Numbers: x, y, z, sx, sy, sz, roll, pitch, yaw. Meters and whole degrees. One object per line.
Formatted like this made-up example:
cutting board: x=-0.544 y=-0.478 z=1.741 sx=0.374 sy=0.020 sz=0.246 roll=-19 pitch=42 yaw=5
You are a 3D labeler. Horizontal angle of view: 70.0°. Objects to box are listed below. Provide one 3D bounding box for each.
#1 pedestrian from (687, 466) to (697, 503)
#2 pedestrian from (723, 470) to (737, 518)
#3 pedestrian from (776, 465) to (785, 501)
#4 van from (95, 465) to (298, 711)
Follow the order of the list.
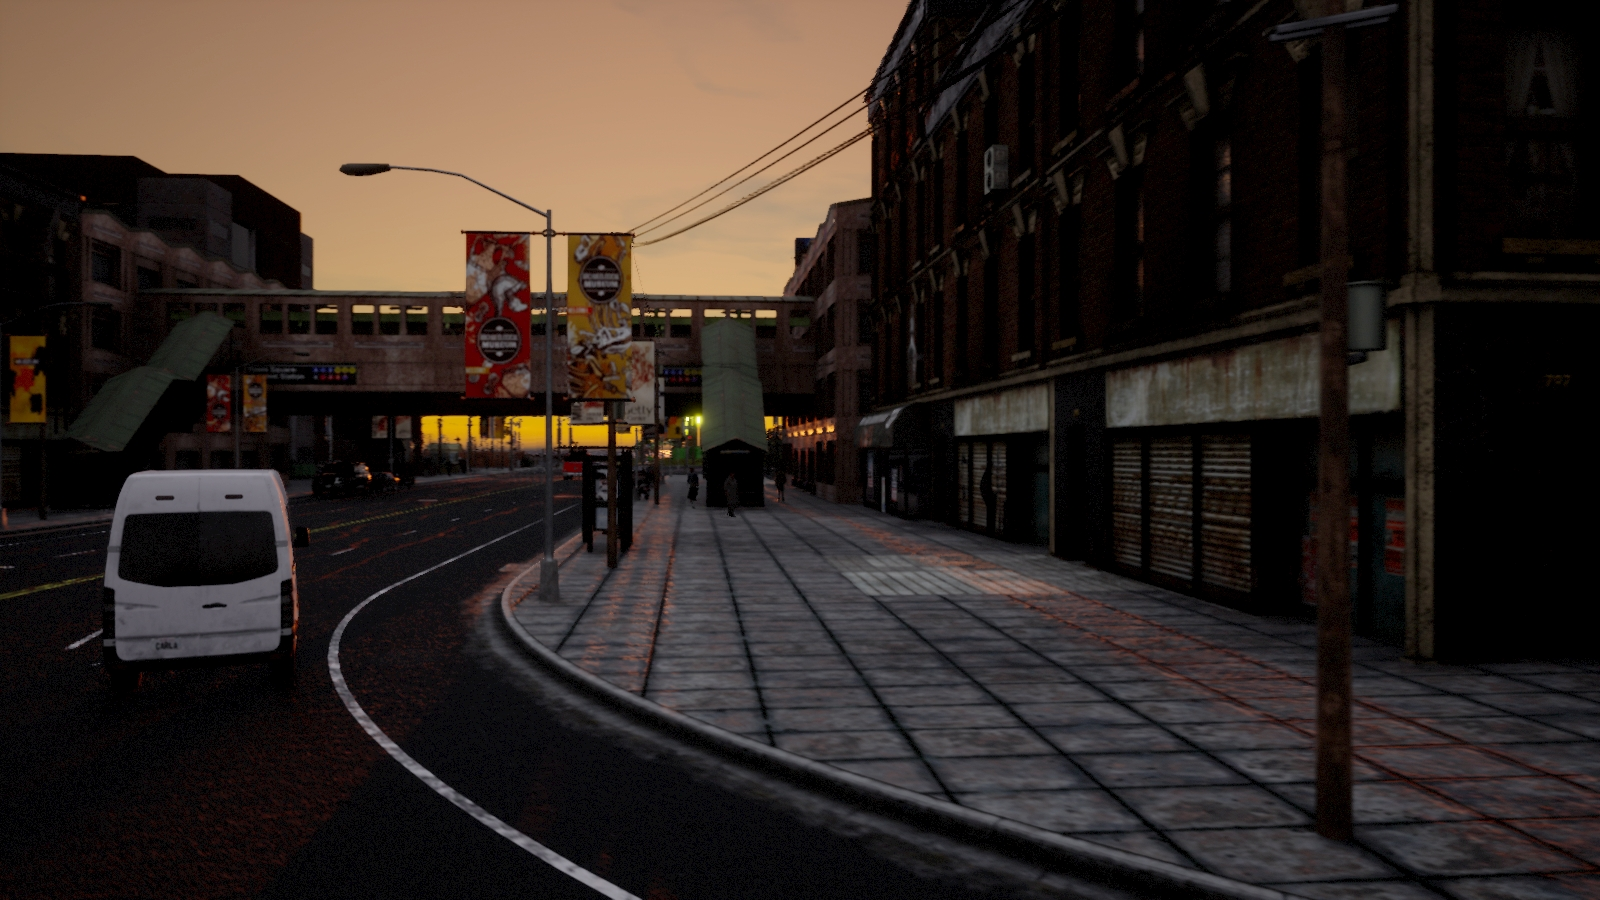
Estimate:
pedestrian: x=-5.339 y=1.702 z=56.489 sx=0.375 sy=1.860 sz=0.375 roll=0 pitch=0 yaw=30
pedestrian: x=-2.748 y=1.701 z=44.787 sx=0.375 sy=1.860 sz=0.375 roll=0 pitch=0 yaw=-43
pedestrian: x=-1.000 y=1.704 z=58.683 sx=0.375 sy=1.860 sz=0.375 roll=0 pitch=0 yaw=-17
van: x=-7.872 y=1.534 z=15.435 sx=1.988 sy=2.561 sz=5.915 roll=0 pitch=0 yaw=-24
